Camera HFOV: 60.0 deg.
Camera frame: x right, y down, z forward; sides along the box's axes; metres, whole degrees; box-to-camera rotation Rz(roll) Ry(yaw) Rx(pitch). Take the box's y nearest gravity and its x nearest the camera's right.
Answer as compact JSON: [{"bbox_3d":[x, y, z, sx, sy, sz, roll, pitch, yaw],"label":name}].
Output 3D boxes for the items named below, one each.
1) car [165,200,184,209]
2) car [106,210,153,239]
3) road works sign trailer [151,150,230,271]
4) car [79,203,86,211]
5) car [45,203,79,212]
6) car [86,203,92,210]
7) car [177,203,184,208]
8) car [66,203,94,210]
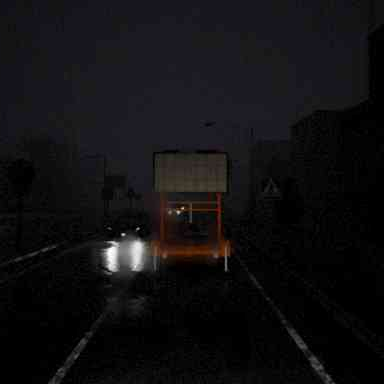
[{"bbox_3d":[-3.236,2.484,62.157,2.150,2.045,5.566,0,-1,1],"label":"car"},{"bbox_3d":[-3.356,1.759,18.923,2.033,1.411,5.357,0,-1,0],"label":"car"},{"bbox_3d":[-0.038,0.451,10.772,2.380,3.560,2.880,0,-1,0],"label":"road works sign trailer"},{"bbox_3d":[-21.884,2.627,58.617,4.892,1.521,2.231,0,-1,0],"label":"car"},{"bbox_3d":[-21.895,2.585,55.341,4.674,1.452,2.002,0,-1,0],"label":"car"},{"bbox_3d":[-21.887,2.706,61.889,5.008,1.535,2.097,0,-1,0],"label":"car"},{"bbox_3d":[-3.124,3.534,89.926,1.895,1.301,4.718,0,-1,0],"label":"car"},{"bbox_3d":[-21.870,2.823,65.036,4.674,1.452,2.002,0,-1,0],"label":"car"}]
